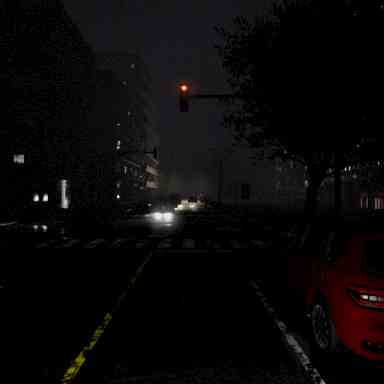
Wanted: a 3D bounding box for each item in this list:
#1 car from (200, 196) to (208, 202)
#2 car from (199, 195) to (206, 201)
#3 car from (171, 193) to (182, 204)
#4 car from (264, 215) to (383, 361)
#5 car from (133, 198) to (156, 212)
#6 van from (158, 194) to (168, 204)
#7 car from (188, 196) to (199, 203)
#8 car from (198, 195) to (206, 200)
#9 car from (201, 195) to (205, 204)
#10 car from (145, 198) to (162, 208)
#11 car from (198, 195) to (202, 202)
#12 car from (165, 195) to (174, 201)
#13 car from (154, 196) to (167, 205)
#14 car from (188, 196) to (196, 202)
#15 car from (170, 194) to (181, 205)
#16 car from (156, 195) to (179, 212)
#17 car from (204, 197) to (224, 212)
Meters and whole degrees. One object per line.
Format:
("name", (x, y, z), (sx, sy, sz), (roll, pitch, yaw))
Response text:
("car", (2.728, 1.583, 77.187), (1.752, 1.417, 4.829), (0, 0, 0))
("car", (2.733, 1.620, 88.083), (1.887, 1.381, 4.507), (0, 0, 0))
("car", (-3.037, 1.256, 60.122), (2.150, 2.045, 5.566), (0, 0, 0))
("car", (2.696, 1.315, 5.900), (2.192, 1.841, 5.009), (0, 0, 0))
("car", (-5.670, 1.562, 38.292), (2.008, 1.369, 4.403), (0, 0, 0))
("van", (-5.657, 1.383, 65.957), (1.690, 1.788, 3.998), (0, 0, 0))
("car", (0.137, 1.611, 69.468), (1.994, 1.385, 4.181), (0, 0, 0))
("car", (2.736, 1.637, 93.615), (2.008, 1.369, 4.403), (0, 0, 0))
("car", (2.715, 1.548, 49.524), (1.752, 1.417, 4.829), (0, 0, 0))
("car", (-5.665, 1.573, 49.358), (2.008, 1.369, 4.403), (0, 0, 0))
("car", (2.723, 1.624, 65.951), (1.802, 1.307, 4.206), (0, 0, 0))
("car", (-5.650, 1.506, 82.554), (1.967, 1.590, 4.097), (0, 0, 0))
("car", (-5.660, 1.475, 60.424), (1.967, 1.590, 4.097), (0, 0, 0))
("car", (0.040, 1.656, 79.369), (1.895, 1.301, 4.718), (0, 0, 0))
("car", (-3.062, 1.500, 49.409), (1.882, 1.535, 5.008), (0, 0, 0))
("car", (-3.074, 1.504, 39.188), (2.128, 1.511, 4.902), (0, 0, 2))
("car", (2.710, 1.556, 38.288), (1.887, 1.381, 4.507), (0, 0, 0))
